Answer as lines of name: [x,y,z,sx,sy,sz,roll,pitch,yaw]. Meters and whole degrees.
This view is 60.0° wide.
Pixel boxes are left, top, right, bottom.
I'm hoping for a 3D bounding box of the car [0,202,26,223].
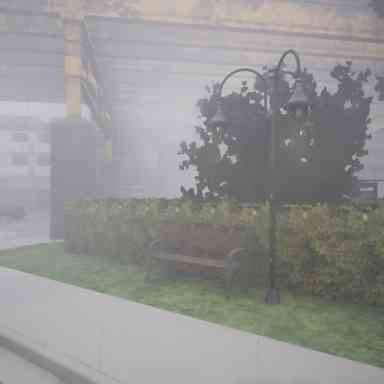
car: [-15.108,1.478,24.646,5.008,1.535,1.882,0,0,-9]
